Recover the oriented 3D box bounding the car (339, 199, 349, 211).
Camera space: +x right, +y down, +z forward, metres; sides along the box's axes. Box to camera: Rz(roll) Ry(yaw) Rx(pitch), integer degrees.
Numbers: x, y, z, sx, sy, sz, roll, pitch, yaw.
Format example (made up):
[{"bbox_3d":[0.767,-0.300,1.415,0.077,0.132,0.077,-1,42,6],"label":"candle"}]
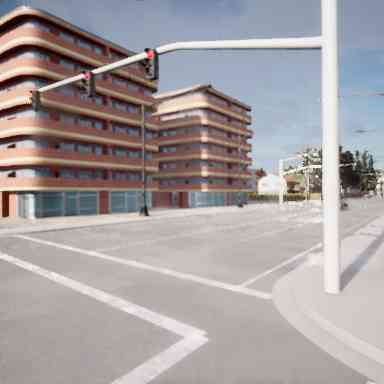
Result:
[{"bbox_3d":[18.617,1.637,42.511,2.033,1.411,5.357,-1,0,34],"label":"car"}]
